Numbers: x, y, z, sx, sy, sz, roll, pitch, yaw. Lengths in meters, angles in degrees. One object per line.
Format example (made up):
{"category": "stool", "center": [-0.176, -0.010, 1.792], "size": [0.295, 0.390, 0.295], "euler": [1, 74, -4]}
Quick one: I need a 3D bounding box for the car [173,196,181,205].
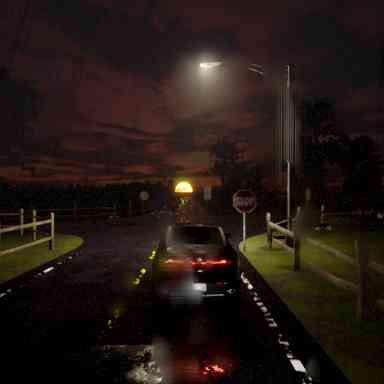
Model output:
{"category": "car", "center": [-2.898, 1.549, 49.517], "size": [1.837, 1.490, 4.892], "euler": [0, 0, 0]}

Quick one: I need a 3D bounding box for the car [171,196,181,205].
{"category": "car", "center": [-2.916, 1.567, 61.000], "size": [1.837, 1.490, 4.892], "euler": [0, 1, -2]}

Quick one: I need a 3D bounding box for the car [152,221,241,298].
{"category": "car", "center": [0.059, 1.505, 8.526], "size": [1.837, 1.490, 4.892], "euler": [0, 0, -1]}

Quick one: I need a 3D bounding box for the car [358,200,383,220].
{"category": "car", "center": [14.740, 1.224, 24.334], "size": [4.892, 1.490, 1.837], "euler": [-1, 0, 1]}

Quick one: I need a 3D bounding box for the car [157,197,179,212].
{"category": "car", "center": [-2.915, 1.593, 38.819], "size": [1.994, 1.385, 4.181], "euler": [0, 0, 0]}
